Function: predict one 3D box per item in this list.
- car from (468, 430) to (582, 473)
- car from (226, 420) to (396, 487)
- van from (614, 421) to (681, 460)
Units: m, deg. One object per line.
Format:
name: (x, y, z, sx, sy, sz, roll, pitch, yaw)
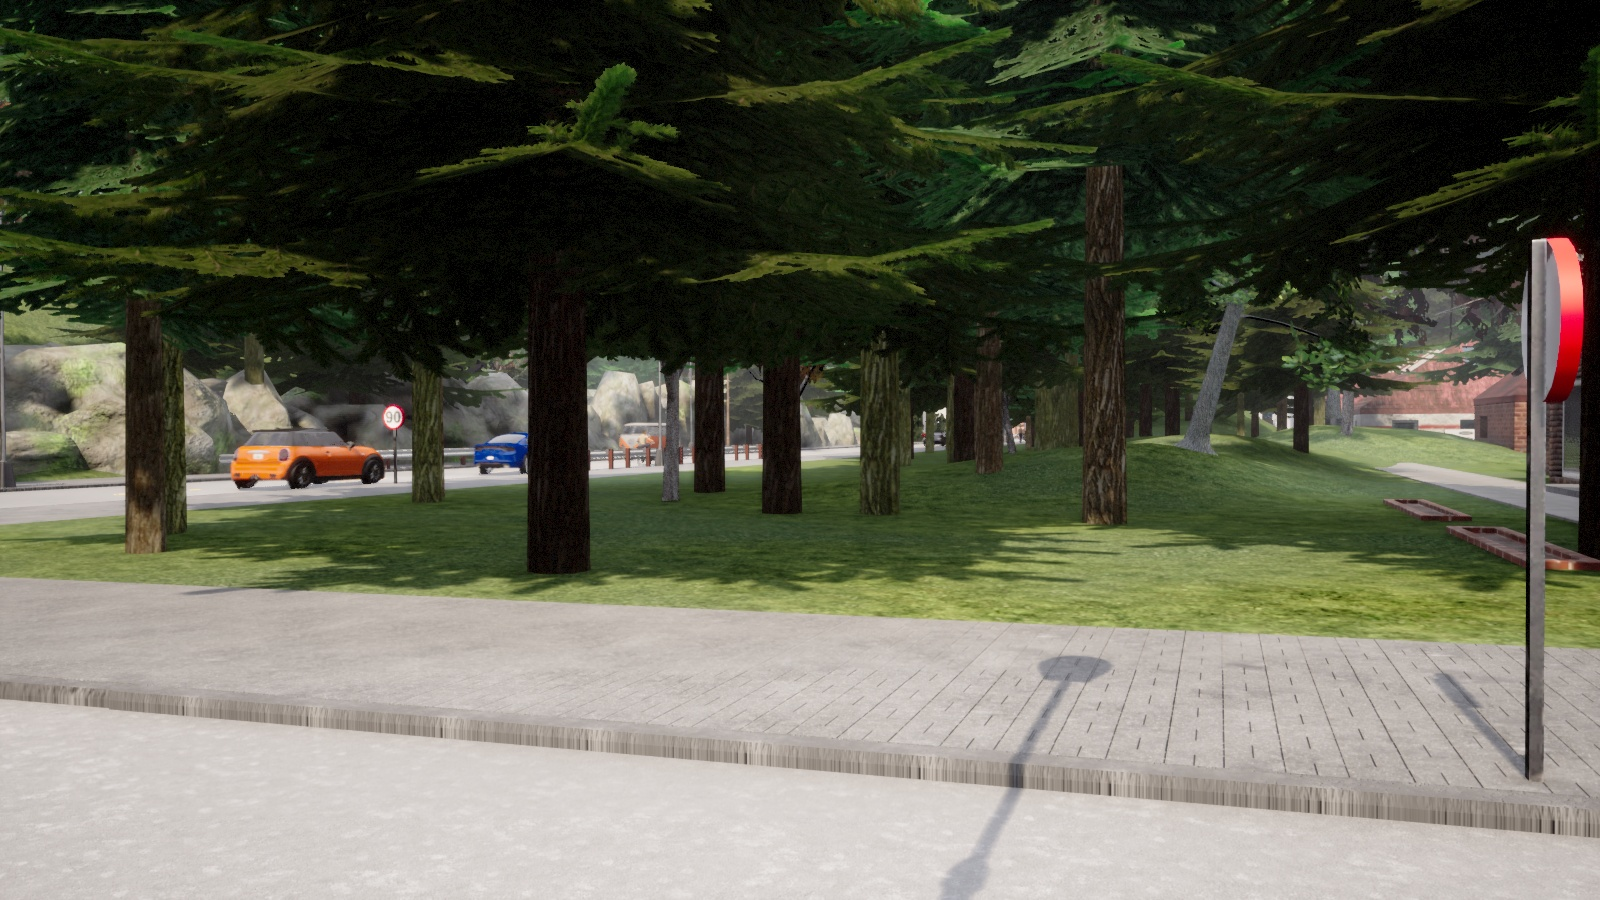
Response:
car: (-10.182, 0.014, 46.970, 1.882, 1.535, 5.008, 1, 1, 18)
car: (-13.848, 0.059, 35.856, 2.097, 1.767, 4.553, 1, 1, 18)
van: (-8.009, -0.512, 66.256, 1.775, 1.987, 4.442, 1, 1, 18)
